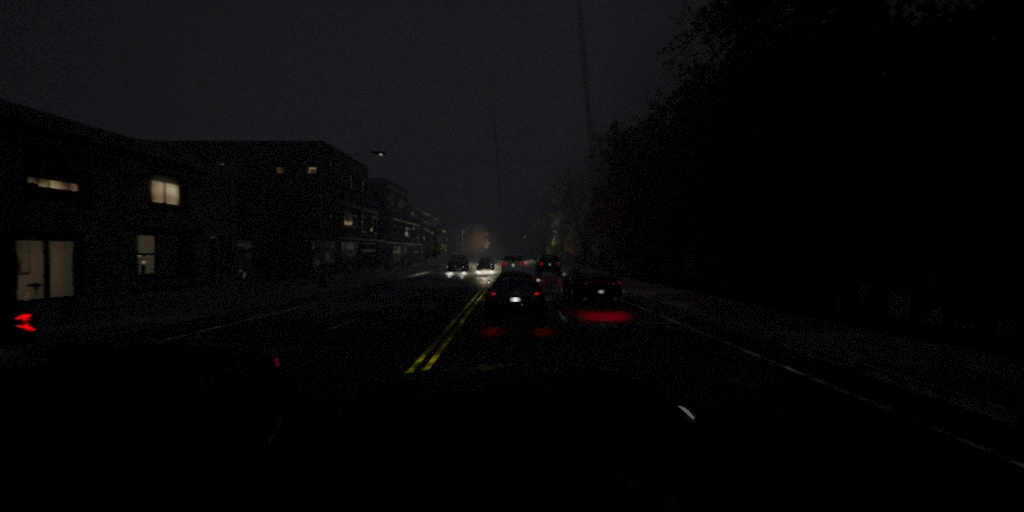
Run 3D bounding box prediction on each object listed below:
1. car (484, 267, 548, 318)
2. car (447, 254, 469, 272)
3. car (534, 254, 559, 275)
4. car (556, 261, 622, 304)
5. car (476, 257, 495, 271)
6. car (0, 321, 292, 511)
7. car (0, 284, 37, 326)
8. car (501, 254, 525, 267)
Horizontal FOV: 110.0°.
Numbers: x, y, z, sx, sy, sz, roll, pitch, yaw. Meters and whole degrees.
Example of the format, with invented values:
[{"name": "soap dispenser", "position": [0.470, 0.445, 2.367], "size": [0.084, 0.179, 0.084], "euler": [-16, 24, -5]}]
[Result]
[{"name": "car", "position": [0.103, 1.275, 12.769], "size": [1.994, 1.385, 4.181], "euler": [0, 0, 0]}, {"name": "car", "position": [-6.573, 0.821, 44.295], "size": [2.150, 2.045, 5.566], "euler": [0, 0, 0]}, {"name": "car", "position": [3.360, 0.856, 34.456], "size": [2.150, 2.045, 5.566], "euler": [0, 0, 0]}, {"name": "car", "position": [3.354, 1.178, 15.949], "size": [1.882, 1.535, 5.008], "euler": [0, 0, 0]}, {"name": "car", "position": [-3.315, 0.948, 45.361], "size": [2.097, 1.767, 4.553], "euler": [0, 0, 0]}, {"name": "car", "position": [-3.351, 1.312, 2.126], "size": [1.994, 1.385, 4.181], "euler": [0, 0, 0]}, {"name": "car", "position": [-6.601, 0.971, 1.813], "size": [2.150, 2.045, 5.566], "euler": [0, 0, 0]}, {"name": "car", "position": [0.111, 0.856, 34.448], "size": [2.150, 2.045, 5.566], "euler": [0, 0, 0]}]
